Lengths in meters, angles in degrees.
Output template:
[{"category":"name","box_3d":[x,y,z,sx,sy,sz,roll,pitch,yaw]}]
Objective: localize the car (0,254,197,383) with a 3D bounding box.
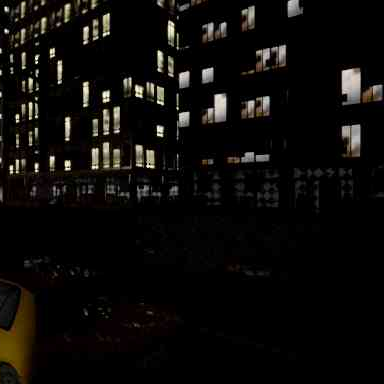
[{"category":"car","box_3d":[-2.228,1.525,4.459,4.829,1.417,1.752,0,0,36]}]
